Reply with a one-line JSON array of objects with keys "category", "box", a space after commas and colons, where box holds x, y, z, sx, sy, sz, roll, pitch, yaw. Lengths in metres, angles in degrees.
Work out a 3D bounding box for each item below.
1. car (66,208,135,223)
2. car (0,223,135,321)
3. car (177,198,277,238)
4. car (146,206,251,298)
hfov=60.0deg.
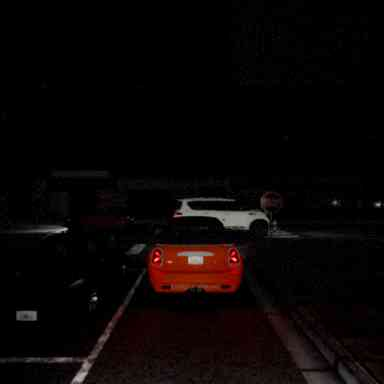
[{"category": "car", "box": [-5.756, 1.707, 21.040, 4.181, 1.385, 1.994, 0, 0, 0]}, {"category": "car", "box": [-2.643, 1.616, 7.489, 1.947, 1.339, 4.313, 0, 0, 0]}, {"category": "car", "box": [1.721, 1.336, 18.091, 5.566, 2.045, 2.150, 0, 0, 0]}, {"category": "car", "box": [0.052, 1.412, 8.861, 2.097, 1.767, 4.553, 0, 0, -1]}]
